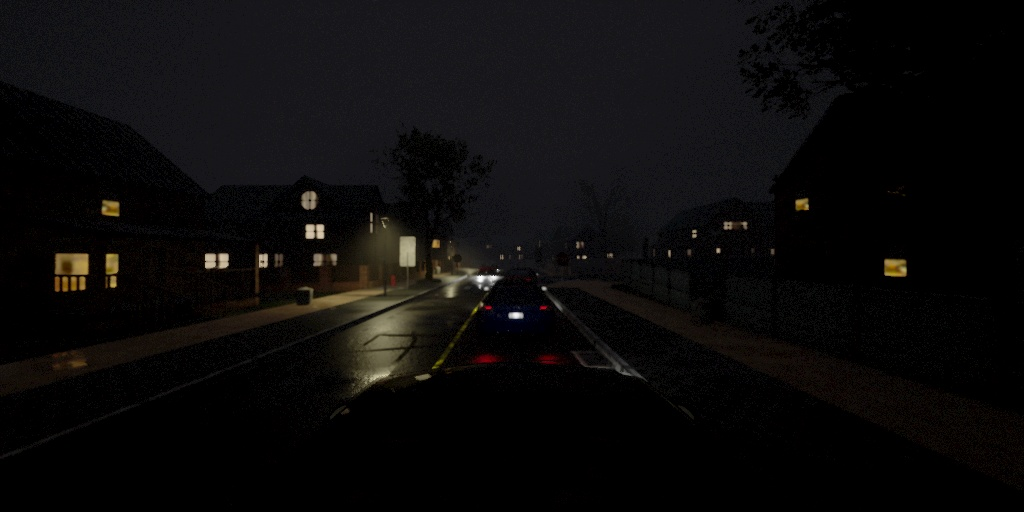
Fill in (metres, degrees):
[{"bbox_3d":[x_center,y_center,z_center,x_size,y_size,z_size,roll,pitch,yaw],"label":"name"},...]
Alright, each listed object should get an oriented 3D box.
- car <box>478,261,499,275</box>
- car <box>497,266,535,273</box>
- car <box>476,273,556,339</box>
[{"bbox_3d":[-2.864,1.542,42.250,1.895,1.301,4.718,0,0,0],"label":"car"},{"bbox_3d":[0.593,1.400,22.118,2.033,1.411,5.357,0,0,6],"label":"car"},{"bbox_3d":[0.096,1.359,10.299,1.994,1.385,4.181,0,0,0],"label":"car"}]
